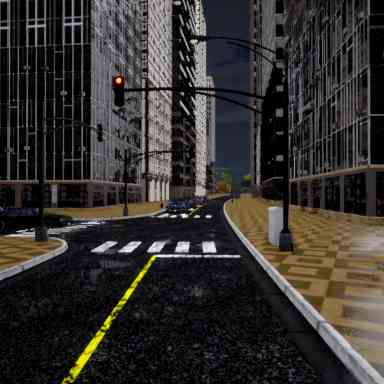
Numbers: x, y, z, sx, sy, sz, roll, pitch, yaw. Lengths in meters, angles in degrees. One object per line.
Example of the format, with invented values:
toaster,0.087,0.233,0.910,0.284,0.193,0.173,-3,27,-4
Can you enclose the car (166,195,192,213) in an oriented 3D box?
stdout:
car,-1.546,1.328,36.185,2.097,1.767,4.553,0,0,5

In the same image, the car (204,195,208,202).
car,2.378,1.422,70.442,2.128,1.511,4.902,0,0,8

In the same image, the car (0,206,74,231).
car,-10.543,1.702,21.543,5.357,1.411,2.033,-1,0,4

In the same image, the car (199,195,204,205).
car,0.348,1.298,55.517,2.097,1.767,4.553,0,0,7

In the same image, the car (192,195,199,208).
car,-0.692,1.313,45.934,2.097,1.767,4.553,0,0,6
